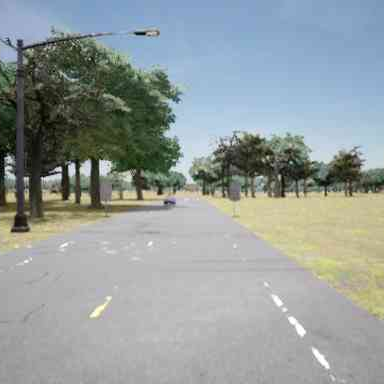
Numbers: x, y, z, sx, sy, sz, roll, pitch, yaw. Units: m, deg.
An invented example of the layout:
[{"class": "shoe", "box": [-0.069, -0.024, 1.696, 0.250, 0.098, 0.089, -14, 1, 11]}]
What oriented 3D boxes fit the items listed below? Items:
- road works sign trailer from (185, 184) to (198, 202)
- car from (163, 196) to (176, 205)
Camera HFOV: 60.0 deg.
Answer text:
[{"class": "road works sign trailer", "box": [0.055, 0.221, 65.233, 2.380, 3.560, 2.880, 0, 0, 0]}, {"class": "car", "box": [-3.575, 1.343, 54.254, 2.033, 1.411, 5.357, 0, 0, 1]}]
